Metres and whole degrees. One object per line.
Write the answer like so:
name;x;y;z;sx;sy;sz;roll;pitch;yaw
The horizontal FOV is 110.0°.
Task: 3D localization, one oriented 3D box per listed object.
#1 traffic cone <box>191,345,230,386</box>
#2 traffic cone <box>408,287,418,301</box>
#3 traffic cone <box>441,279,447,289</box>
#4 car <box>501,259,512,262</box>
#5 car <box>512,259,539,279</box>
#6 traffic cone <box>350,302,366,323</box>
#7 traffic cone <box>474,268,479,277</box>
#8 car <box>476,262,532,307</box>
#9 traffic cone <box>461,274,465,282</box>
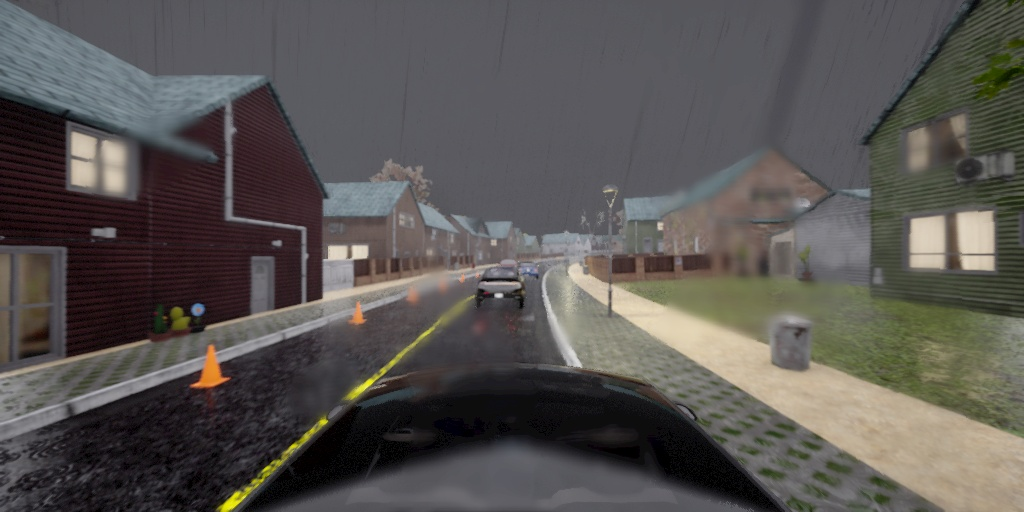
traffic cone;-4.699;1.686;5.606;0.340;0.580;0.340;0;0;1
traffic cone;-4.323;1.639;15.702;0.340;0.580;0.340;0;0;3
traffic cone;-3.978;1.612;20.742;0.340;0.580;0.340;0;0;5
car;-0.293;1.014;34.710;1.882;1.535;5.008;0;0;6
car;1.227;1.129;30.063;2.033;1.411;5.357;0;1;0
traffic cone;-4.564;1.663;10.657;0.340;0.580;0.340;0;0;2
traffic cone;-2.975;1.535;30.794;0.340;0.580;0.340;0;0;7
car;-0.338;1.176;15.067;2.128;1.511;4.902;0;0;3
traffic cone;-3.529;1.577;25.774;0.340;0.580;0.340;0;0;6
